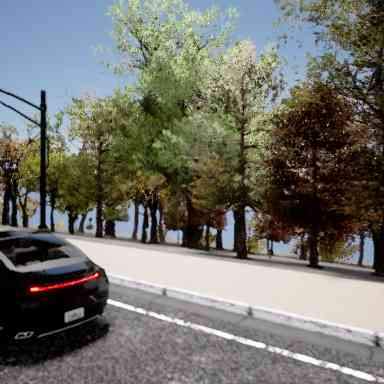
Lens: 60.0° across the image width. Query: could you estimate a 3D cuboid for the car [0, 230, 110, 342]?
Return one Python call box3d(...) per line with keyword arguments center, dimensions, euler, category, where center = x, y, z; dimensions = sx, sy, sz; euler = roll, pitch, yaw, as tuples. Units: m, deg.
box3d(center=(-3.573, 1.484, 6.203), dimensions=(4.892, 1.490, 1.837), euler=(0, 0, 38), category="car")
